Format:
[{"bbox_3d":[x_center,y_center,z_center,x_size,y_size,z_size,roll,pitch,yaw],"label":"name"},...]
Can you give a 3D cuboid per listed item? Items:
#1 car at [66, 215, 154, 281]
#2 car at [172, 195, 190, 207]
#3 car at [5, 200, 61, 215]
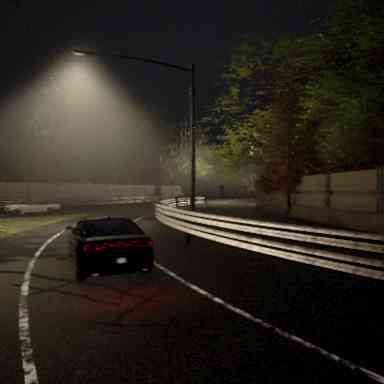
[{"bbox_3d":[-2.632,1.428,9.989,1.882,1.535,5.008,-1,0,-24],"label":"car"},{"bbox_3d":[-1.113,1.214,46.577,1.882,1.535,5.008,0,0,23],"label":"car"},{"bbox_3d":[-15.448,1.470,32.335,4.718,1.301,1.895,0,0,-43],"label":"car"}]
